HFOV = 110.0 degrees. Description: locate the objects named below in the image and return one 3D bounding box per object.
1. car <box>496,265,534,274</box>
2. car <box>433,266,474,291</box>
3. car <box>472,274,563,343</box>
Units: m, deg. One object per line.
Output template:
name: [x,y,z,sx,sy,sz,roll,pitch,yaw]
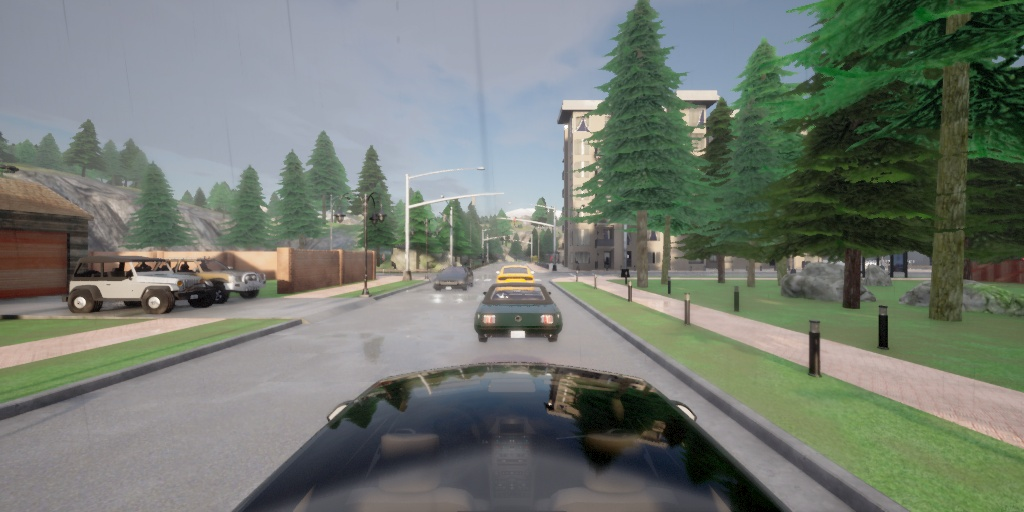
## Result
car: [0.174,1.228,19.040,1.882,1.535,5.008,0,0,0]
car: [-3.413,1.340,22.014,2.033,1.411,5.357,0,0,0]
car: [0.145,1.351,9.700,1.895,1.301,4.718,0,0,0]
